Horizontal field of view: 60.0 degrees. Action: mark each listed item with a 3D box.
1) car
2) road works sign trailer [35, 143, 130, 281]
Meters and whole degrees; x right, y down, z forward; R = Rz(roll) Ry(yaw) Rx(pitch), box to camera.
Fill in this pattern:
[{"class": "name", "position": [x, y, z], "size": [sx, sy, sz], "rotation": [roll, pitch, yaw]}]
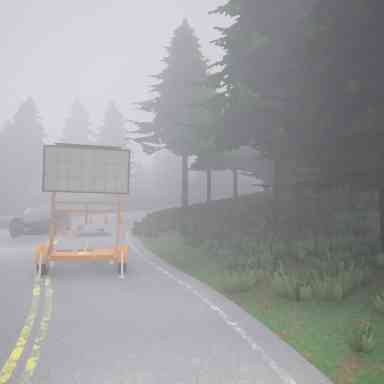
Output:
[{"class": "car", "position": [-7.510, 1.347, 16.870], "size": [1.882, 1.535, 5.008], "rotation": [0, 0, -8]}, {"class": "road works sign trailer", "position": [-3.090, 0.425, 9.784], "size": [2.380, 3.560, 2.880], "rotation": [2, 0, -15]}]
